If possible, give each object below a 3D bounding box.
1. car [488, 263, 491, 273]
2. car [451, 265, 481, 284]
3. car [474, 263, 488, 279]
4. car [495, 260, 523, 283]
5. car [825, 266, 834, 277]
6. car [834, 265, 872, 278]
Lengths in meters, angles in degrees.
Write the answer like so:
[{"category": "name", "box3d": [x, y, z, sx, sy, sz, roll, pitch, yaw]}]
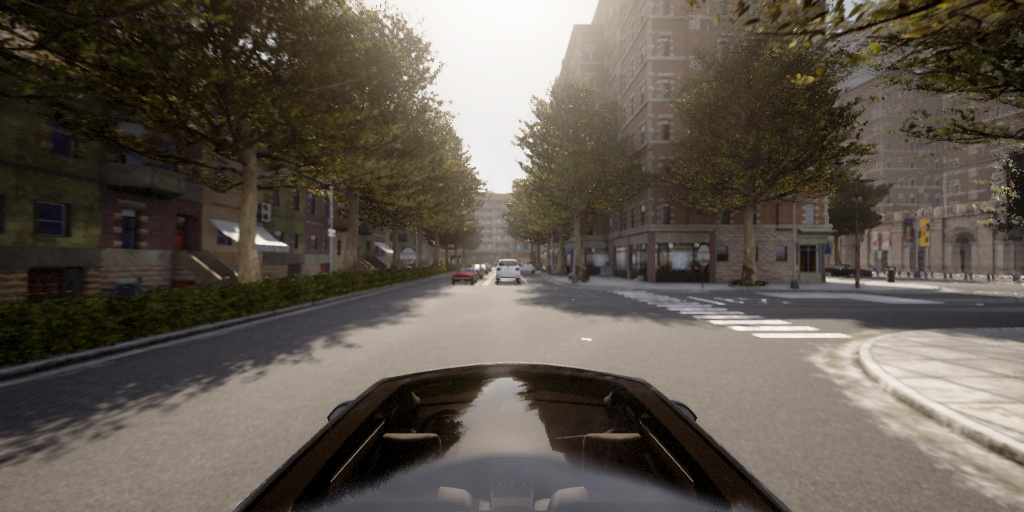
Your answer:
[{"category": "car", "box3d": [-4.300, 1.892, 49.920, 1.994, 1.385, 4.181, 0, -1, -1]}, {"category": "car", "box3d": [-4.011, 1.695, 30.720, 1.895, 1.301, 4.718, 0, -1, -1]}, {"category": "car", "box3d": [-4.170, 1.698, 39.970, 2.128, 1.511, 4.902, 0, -1, -1]}, {"category": "car", "box3d": [-0.383, 1.358, 33.420, 2.150, 2.045, 5.566, 0, -1, -1]}, {"category": "car", "box3d": [37.307, 1.854, 45.388, 1.882, 1.535, 5.008, 0, -1, -1]}, {"category": "car", "box3d": [40.830, 1.842, 43.668, 1.882, 1.535, 5.008, 0, -1, -1]}]
